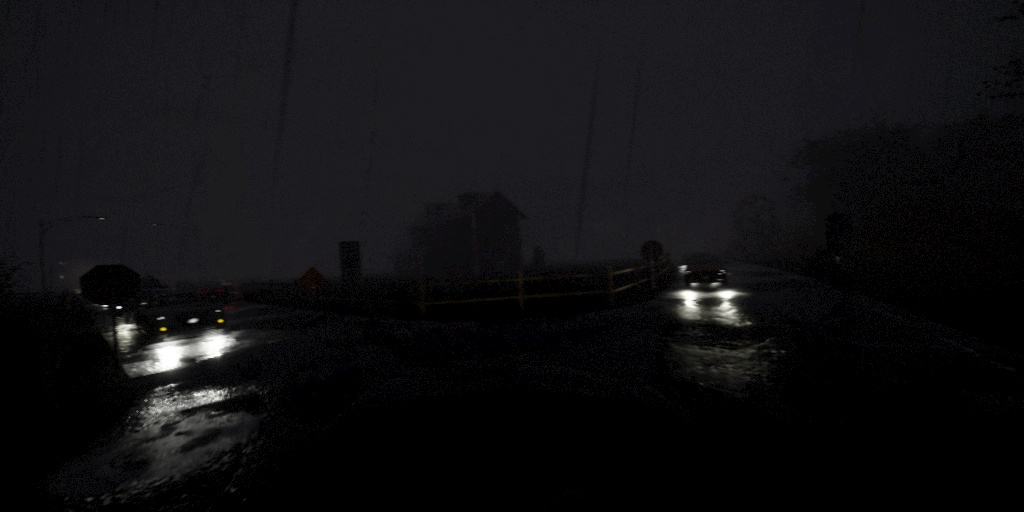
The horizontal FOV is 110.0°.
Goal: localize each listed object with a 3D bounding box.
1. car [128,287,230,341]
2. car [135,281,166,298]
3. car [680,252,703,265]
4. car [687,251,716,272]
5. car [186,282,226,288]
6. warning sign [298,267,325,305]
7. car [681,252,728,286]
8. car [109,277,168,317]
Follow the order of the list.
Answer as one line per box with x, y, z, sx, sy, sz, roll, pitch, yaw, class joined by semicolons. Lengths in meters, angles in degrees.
-12.084;2.048;13.031;4.181;1.385;1.994;-3;0;38;car
-38.812;3.575;38.480;4.892;1.490;1.837;-3;1;39;car
20.830;0.253;41.782;1.895;1.301;4.718;-3;0;21;car
15.877;0.415;30.247;1.837;1.490;4.892;-3;0;25;car
-19.960;2.424;23.218;5.008;1.535;1.882;-3;0;39;car
-10.126;1.472;18.298;1.060;1.860;1.300;0;0;39;warning sign
10.271;0.682;19.096;1.882;1.535;5.008;-3;0;28;car
-21.898;2.283;20.983;5.566;2.045;2.150;-2;1;39;car
